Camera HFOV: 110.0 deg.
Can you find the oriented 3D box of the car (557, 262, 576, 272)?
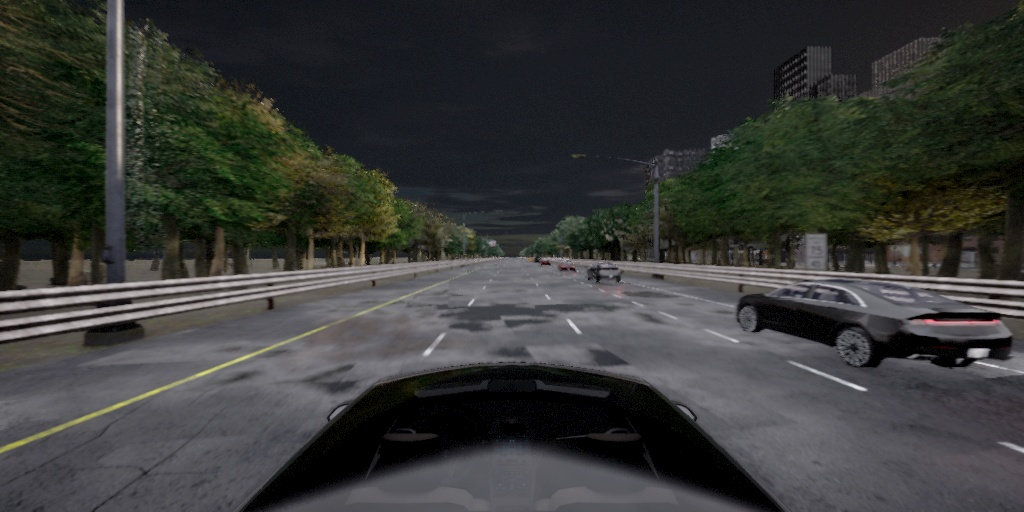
[{"bbox_3d":[6.998,1.373,46.711,1.895,1.301,4.718,0,0,0],"label":"car"}]

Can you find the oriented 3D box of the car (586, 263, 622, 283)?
[{"bbox_3d":[6.996,1.250,27.759,2.128,1.511,4.902,0,0,0],"label":"car"}]

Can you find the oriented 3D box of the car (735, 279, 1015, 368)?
[{"bbox_3d":[6.999,1.244,7.807,2.128,1.511,4.902,0,0,0],"label":"car"}]
